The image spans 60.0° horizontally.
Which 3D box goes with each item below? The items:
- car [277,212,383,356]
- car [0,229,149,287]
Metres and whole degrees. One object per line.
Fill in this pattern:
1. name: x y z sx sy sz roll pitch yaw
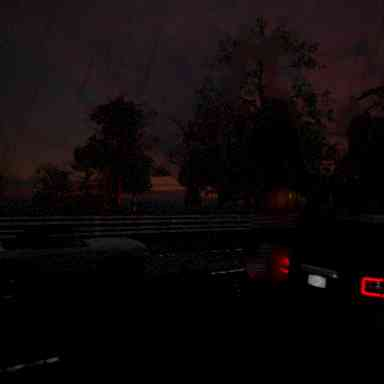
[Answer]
1. car: 4.061 1.410 5.995 5.566 2.045 2.150 2 -1 -30
2. car: -3.674 1.718 9.586 4.718 1.301 1.895 2 -1 -30
